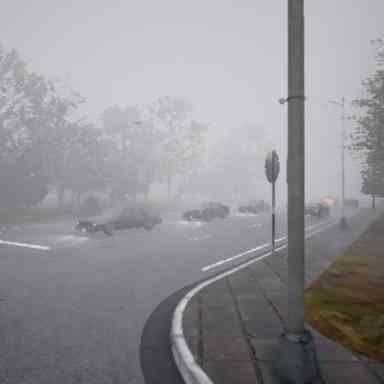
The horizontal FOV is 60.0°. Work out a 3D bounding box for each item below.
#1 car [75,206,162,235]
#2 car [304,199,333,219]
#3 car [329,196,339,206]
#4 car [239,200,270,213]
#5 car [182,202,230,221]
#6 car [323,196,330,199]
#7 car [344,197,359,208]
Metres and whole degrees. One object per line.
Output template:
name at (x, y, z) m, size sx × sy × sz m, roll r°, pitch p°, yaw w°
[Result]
car at (-4.029, 1.558, 19.306) m, size 2.033 × 1.411 × 5.357 m, roll 0°, pitch 0°, yaw 36°
car at (10.838, 1.607, 29.446) m, size 1.895 × 1.301 × 4.718 m, roll 0°, pitch 0°, yaw 32°
car at (22.930, 1.361, 55.149) m, size 2.097 × 1.767 × 4.553 m, roll 0°, pitch 0°, yaw 32°
car at (7.038, 1.559, 36.876) m, size 2.033 × 1.411 × 5.357 m, roll 0°, pitch 0°, yaw 32°
car at (1.347, 1.559, 27.879) m, size 2.033 × 1.411 × 5.357 m, roll 0°, pitch 0°, yaw 32°
car at (17.673, 1.610, 46.818) m, size 1.895 × 1.301 × 4.718 m, roll 0°, pitch 0°, yaw 32°
car at (23.760, 1.484, 49.900) m, size 1.882 × 1.535 × 5.008 m, roll 0°, pitch 0°, yaw 32°
